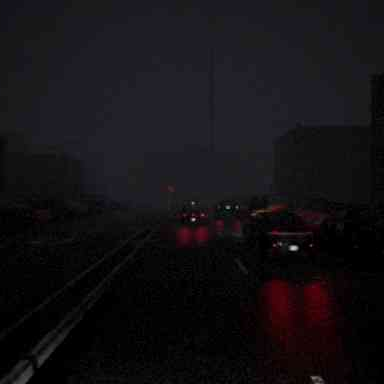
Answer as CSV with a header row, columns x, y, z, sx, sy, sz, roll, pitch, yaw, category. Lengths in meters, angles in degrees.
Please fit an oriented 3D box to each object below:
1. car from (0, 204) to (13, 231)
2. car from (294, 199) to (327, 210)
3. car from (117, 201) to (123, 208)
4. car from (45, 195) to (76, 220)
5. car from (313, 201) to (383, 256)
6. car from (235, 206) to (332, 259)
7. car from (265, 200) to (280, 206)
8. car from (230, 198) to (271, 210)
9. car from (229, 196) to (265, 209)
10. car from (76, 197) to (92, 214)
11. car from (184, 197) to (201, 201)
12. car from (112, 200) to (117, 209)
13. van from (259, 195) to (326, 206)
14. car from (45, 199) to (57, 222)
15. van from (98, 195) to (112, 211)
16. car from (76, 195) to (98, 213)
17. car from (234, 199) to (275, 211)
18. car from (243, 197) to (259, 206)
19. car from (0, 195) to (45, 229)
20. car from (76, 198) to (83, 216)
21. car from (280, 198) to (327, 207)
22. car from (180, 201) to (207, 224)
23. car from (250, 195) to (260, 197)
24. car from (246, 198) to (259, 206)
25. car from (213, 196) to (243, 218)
x,y,z,sx,sy,sz,roll,pitch,yaw,category
-12.532,1.530,17.706,4.674,1.452,2.002,0,0,0,car
7.671,1.364,16.046,4.553,1.767,2.185,0,0,0,car
-12.482,1.575,48.225,4.792,1.488,2.163,0,0,0,car
-12.558,1.265,26.110,5.566,2.045,2.435,0,0,0,car
7.609,1.360,13.288,4.553,1.767,2.185,0,0,0,car
3.100,1.496,12.561,2.128,1.511,4.902,0,0,0,car
7.646,1.502,21.560,5.008,1.535,2.097,0,0,0,car
7.646,1.547,43.621,5.008,1.535,2.097,0,0,0,car
7.609,1.418,46.384,4.553,1.767,2.185,0,0,0,car
-12.519,1.535,31.541,5.008,1.535,2.097,0,0,0,car
0.097,1.391,42.267,2.097,1.767,4.553,0,1,0,car
-12.547,1.432,42.790,4.553,1.767,2.185,0,0,0,car
7.524,1.283,24.318,4.442,1.987,1.878,0,0,0,van
-12.716,1.504,23.329,5.366,1.575,1.946,0,0,0,car
-12.401,1.333,39.882,4.442,1.987,1.878,0,0,0,van
-12.553,1.420,34.446,4.553,1.767,2.185,0,0,0,car
7.638,1.586,40.865,4.674,1.452,2.002,0,0,0,car
7.647,1.542,35.346,4.892,1.521,2.231,0,0,0,car
-12.505,1.247,20.425,5.566,2.045,2.435,0,0,0,car
-12.533,1.527,28.887,4.892,1.521,2.231,0,0,0,car
7.671,1.370,18.803,4.553,1.767,2.185,0,0,0,car
0.102,1.633,25.202,1.895,1.301,4.718,0,0,0,car
7.609,1.419,38.108,4.553,1.767,2.185,0,0,0,car
7.455,1.514,27.074,5.366,1.575,1.946,0,0,0,car
3.099,1.399,30.707,2.097,1.767,4.553,0,0,0,car
